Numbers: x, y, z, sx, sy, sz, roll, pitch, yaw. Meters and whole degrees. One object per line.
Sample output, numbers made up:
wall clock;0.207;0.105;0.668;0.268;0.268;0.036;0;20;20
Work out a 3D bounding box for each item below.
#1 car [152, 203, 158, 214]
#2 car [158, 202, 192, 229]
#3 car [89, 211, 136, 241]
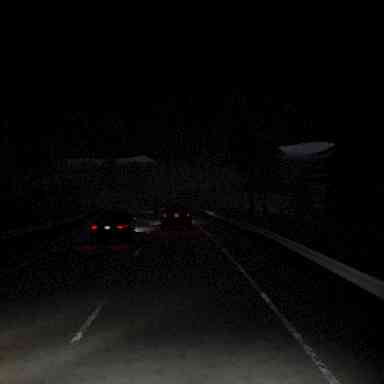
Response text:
car;-3.848;2.000;41.538;2.033;1.411;5.357;0;-1;-12
car;-1.208;1.610;23.832;2.097;1.767;4.553;0;-1;-6
car;-4.171;1.749;18.092;2.033;1.411;5.357;0;-1;-4
